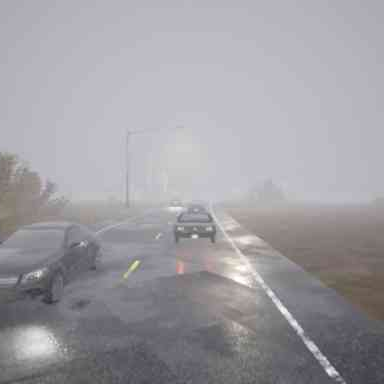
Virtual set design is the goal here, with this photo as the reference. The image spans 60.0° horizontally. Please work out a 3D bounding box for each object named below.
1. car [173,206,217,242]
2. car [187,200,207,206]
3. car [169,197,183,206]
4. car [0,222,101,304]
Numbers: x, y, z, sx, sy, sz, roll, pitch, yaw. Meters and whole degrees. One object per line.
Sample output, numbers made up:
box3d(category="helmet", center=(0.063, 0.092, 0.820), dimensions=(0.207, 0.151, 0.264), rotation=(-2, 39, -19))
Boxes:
box3d(category="car", center=(0.147, 1.604, 16.443), dimensions=(1.895, 1.301, 4.718), rotation=(0, 0, 1))
box3d(category="car", center=(0.512, 1.532, 34.134), dimensions=(1.812, 1.442, 4.674), rotation=(0, 0, 2))
box3d(category="car", center=(-2.419, 1.485, 52.343), dimensions=(2.128, 1.511, 4.902), rotation=(0, 0, 3))
box3d(category="car", center=(-3.587, 1.512, 8.220), dimensions=(1.812, 1.442, 4.674), rotation=(0, 0, 0))
